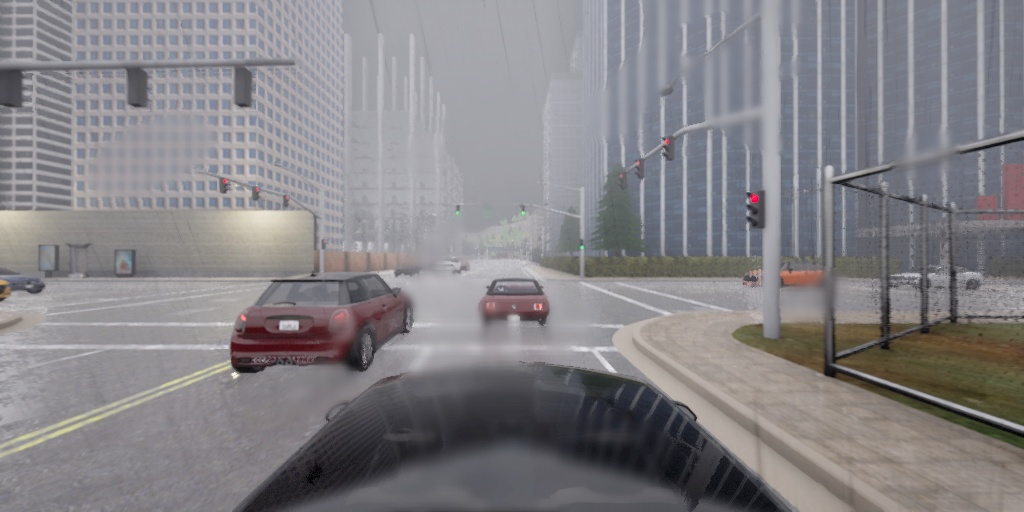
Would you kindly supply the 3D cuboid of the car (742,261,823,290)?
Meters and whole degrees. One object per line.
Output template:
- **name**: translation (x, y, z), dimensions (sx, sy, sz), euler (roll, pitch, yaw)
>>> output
- **car**: translation (16.587, 1.106, 21.723), dimensions (4.553, 1.767, 2.097), euler (0, 0, 0)

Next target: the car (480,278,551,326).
- **car**: translation (0.092, 1.356, 11.643), dimensions (1.895, 1.301, 4.718), euler (0, 0, 0)

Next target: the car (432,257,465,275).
- **car**: translation (-7.117, 1.088, 40.692), dimensions (2.150, 2.045, 5.566), euler (0, 0, 0)

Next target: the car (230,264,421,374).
- **car**: translation (-3.597, 1.113, 7.786), dimensions (2.097, 1.767, 4.553), euler (0, 0, -2)

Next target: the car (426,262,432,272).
- **car**: translation (-10.615, 1.432, 46.624), dimensions (2.033, 1.411, 5.357), euler (0, 0, 0)

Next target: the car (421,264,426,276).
- **car**: translation (-10.614, 1.457, 37.024), dimensions (1.895, 1.301, 4.718), euler (0, 0, 0)

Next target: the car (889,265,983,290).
- **car**: translation (25.473, 1.280, 21.698), dimensions (4.674, 1.442, 1.812), euler (0, 0, 0)

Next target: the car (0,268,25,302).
- **car**: translation (-23.730, 1.211, 14.593), dimensions (5.008, 1.535, 1.882), euler (0, 0, 0)

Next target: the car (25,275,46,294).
- **car**: translation (-26.676, 1.270, 18.099), dimensions (4.674, 1.442, 1.812), euler (0, 0, 0)

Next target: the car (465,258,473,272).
- **car**: translation (-7.105, 1.374, 50.683), dimensions (1.882, 1.535, 5.008), euler (0, 0, 0)
